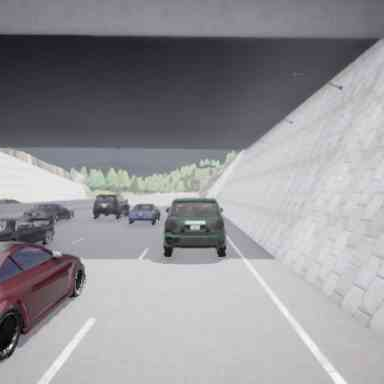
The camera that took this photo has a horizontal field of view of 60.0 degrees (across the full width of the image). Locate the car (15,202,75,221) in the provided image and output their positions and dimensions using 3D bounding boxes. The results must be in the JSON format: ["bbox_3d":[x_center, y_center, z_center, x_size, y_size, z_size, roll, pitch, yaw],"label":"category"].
[{"bbox_3d":[-10.397,1.541,24.424,2.033,1.411,5.357,0,0,0],"label":"car"}]

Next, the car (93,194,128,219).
[{"bbox_3d":[-6.897,1.214,28.839,2.150,2.045,5.566,0,0,0],"label":"car"}]

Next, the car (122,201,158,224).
[{"bbox_3d":[-3.397,1.542,24.424,2.033,1.411,5.357,0,0,0],"label":"car"}]

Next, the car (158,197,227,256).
[{"bbox_3d":[0.102,1.218,13.198,2.150,2.045,5.566,0,0,0],"label":"car"}]

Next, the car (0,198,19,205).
[{"bbox_3d":[-21.090,1.496,37.452,1.837,1.490,4.892,0,0,0],"label":"car"}]

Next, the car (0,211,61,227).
[{"bbox_3d":[-6.898,1.598,12.435,1.895,1.301,4.718,0,0,0],"label":"car"}]

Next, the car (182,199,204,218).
[{"bbox_3d":[0.102,1.470,31.354,1.882,1.535,5.008,0,0,0],"label":"car"}]

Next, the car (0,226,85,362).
[{"bbox_3d":[-3.400,1.562,5.865,1.994,1.385,4.181,0,0,0],"label":"car"}]
